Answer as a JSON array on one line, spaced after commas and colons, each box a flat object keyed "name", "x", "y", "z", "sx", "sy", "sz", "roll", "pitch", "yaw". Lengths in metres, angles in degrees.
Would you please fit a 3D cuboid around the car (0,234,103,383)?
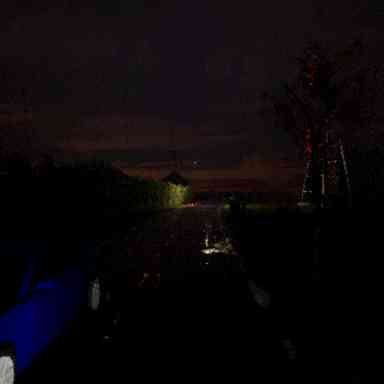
[{"name": "car", "x": -2.783, "y": 1.491, "z": 4.887, "sx": 1.882, "sy": 1.535, "sz": 5.008, "roll": 0, "pitch": 0, "yaw": 1}]
